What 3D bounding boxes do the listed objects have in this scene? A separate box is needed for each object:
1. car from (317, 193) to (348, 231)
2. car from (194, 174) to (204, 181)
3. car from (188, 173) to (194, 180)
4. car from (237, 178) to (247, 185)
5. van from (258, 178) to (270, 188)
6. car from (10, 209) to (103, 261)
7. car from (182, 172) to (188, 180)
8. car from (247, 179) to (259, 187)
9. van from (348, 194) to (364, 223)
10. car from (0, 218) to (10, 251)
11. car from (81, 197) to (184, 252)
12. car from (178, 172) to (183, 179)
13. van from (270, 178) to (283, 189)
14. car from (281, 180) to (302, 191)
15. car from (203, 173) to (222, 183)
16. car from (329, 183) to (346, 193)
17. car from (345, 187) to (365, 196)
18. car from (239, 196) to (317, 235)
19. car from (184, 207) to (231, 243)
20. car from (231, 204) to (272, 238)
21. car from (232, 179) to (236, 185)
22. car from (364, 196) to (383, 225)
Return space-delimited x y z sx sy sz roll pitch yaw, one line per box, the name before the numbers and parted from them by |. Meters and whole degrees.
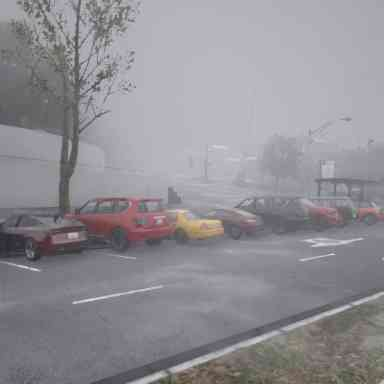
car | 6.436 1.266 21.032 5.566 2.045 2.435 -1 -1 35
car | 3.747 -3.699 84.919 2.435 2.045 5.566 7 3 34
car | 1.952 -3.851 87.384 2.185 1.767 4.553 6 3 34
car | 12.452 -2.044 72.692 2.002 1.452 4.674 7 4 35
van | 15.860 -1.764 67.642 1.878 1.987 4.442 7 4 35
car | -5.871 1.523 12.363 4.792 1.488 2.163 -1 -1 35
car | 0.220 -4.086 89.853 2.185 1.767 4.553 4 1 33
car | 14.285 -1.812 70.372 1.946 1.575 5.366 7 3 35
van | 8.974 1.296 22.703 4.442 1.987 1.878 -1 -1 35
car | -8.290 1.492 10.615 4.892 1.521 2.231 -1 -1 34
car | -3.427 1.247 14.109 5.566 2.045 2.435 -1 -1 34
car | -1.552 -4.363 92.200 2.435 2.045 5.566 1 -1 34
van | 17.591 -1.491 65.171 1.878 1.987 4.442 7 4 35
car | 19.352 -0.993 62.810 2.231 1.521 4.892 7 3 35
car | 5.599 -3.176 82.660 1.946 1.575 5.366 7 3 34
car | 24.566 -0.427 55.427 2.435 2.045 5.566 7 3 35
car | 26.258 0.136 52.955 2.002 1.452 4.674 7 3 35
car | 3.924 1.262 19.326 5.566 2.045 2.435 -1 -1 35
car | -1.108 1.502 15.938 5.366 1.575 1.946 -1 -1 35
car | 1.497 1.548 17.567 4.674 1.452 2.002 -1 -1 35
car | 10.708 -2.318 75.153 2.002 1.452 4.674 7 3 35
car | 11.382 1.402 24.455 4.553 1.767 2.185 -1 -1 35
